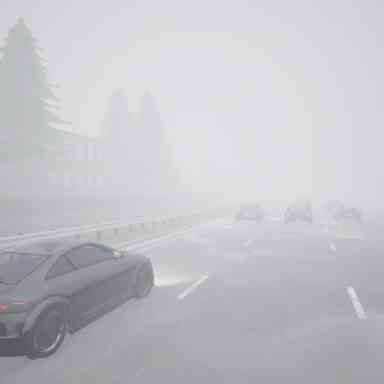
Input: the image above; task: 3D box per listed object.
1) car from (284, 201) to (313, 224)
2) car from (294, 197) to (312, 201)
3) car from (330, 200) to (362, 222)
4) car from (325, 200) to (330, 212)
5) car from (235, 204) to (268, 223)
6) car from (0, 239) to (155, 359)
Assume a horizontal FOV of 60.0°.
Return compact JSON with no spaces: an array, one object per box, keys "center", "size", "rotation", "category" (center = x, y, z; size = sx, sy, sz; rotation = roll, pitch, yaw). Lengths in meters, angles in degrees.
[{"center":[7.979,1.619,24.746],"size":[1.895,1.301,4.718],"rotation":[0,0,20],"category":"car"},{"center":[13.080,1.383,39.110],"size":[2.097,1.767,4.553],"rotation":[0,0,20],"category":"car"},{"center":[12.372,1.549,26.679],"size":[1.812,1.442,4.674],"rotation":[0,0,20],"category":"car"},{"center":[16.846,1.596,39.265],"size":[1.994,1.385,4.181],"rotation":[0,0,20],"category":"car"},{"center":[4.676,1.581,25.907],"size":[1.994,1.385,4.181],"rotation":[0,0,20],"category":"car"},{"center":[-2.336,1.565,6.158],"size":[1.994,1.385,4.181],"rotation":[0,0,20],"category":"car"}]
